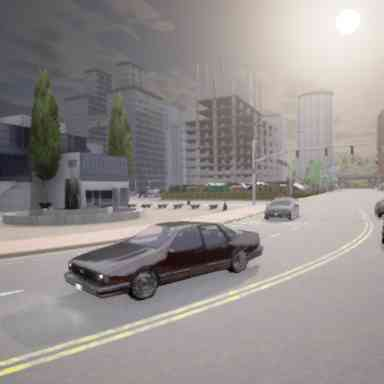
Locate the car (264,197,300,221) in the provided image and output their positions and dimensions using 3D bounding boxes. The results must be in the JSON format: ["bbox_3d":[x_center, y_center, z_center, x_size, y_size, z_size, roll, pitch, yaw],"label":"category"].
[{"bbox_3d":[6.610,1.171,24.071,1.837,1.490,4.892,0,1,27],"label":"car"}]

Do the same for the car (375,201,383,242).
[{"bbox_3d":[9.043,1.268,13.835,2.033,1.411,5.357,-1,1,34],"label":"car"}]

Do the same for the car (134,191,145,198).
[{"bbox_3d":[-11.924,0.578,83.858,1.905,1.878,3.866,-1,1,26],"label":"car"}]

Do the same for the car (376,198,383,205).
[{"bbox_3d":[14.623,1.091,24.378,1.994,1.385,4.181,-1,1,26],"label":"car"}]

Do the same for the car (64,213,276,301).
[{"bbox_3d":[-0.330,1.476,8.507,5.357,1.411,2.033,-1,1,-42],"label":"car"}]

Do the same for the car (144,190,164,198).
[{"bbox_3d":[-9.333,0.786,82.559,1.970,1.475,3.806,-1,1,26],"label":"car"}]
